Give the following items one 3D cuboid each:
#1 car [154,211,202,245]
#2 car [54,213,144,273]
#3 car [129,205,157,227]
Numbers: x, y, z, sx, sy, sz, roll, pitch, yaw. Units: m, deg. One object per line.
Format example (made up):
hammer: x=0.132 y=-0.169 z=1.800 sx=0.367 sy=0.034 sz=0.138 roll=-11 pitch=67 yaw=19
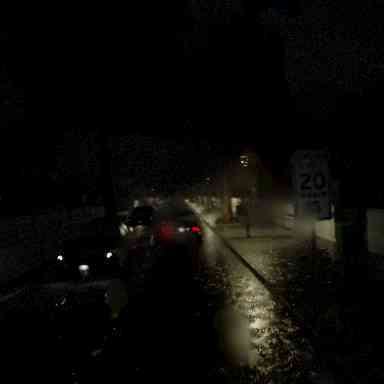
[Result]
car: x=-0.482 y=1.672 z=16.497 sx=2.033 sy=1.411 sz=5.357 roll=-3 pitch=0 yaw=-1
car: x=-3.183 y=1.773 z=12.062 sx=2.033 sy=1.411 sz=5.357 roll=-3 pitch=0 yaw=-3
car: x=-3.694 y=1.811 z=25.446 sx=1.882 sy=1.535 sz=5.008 roll=-3 pitch=0 yaw=-2
